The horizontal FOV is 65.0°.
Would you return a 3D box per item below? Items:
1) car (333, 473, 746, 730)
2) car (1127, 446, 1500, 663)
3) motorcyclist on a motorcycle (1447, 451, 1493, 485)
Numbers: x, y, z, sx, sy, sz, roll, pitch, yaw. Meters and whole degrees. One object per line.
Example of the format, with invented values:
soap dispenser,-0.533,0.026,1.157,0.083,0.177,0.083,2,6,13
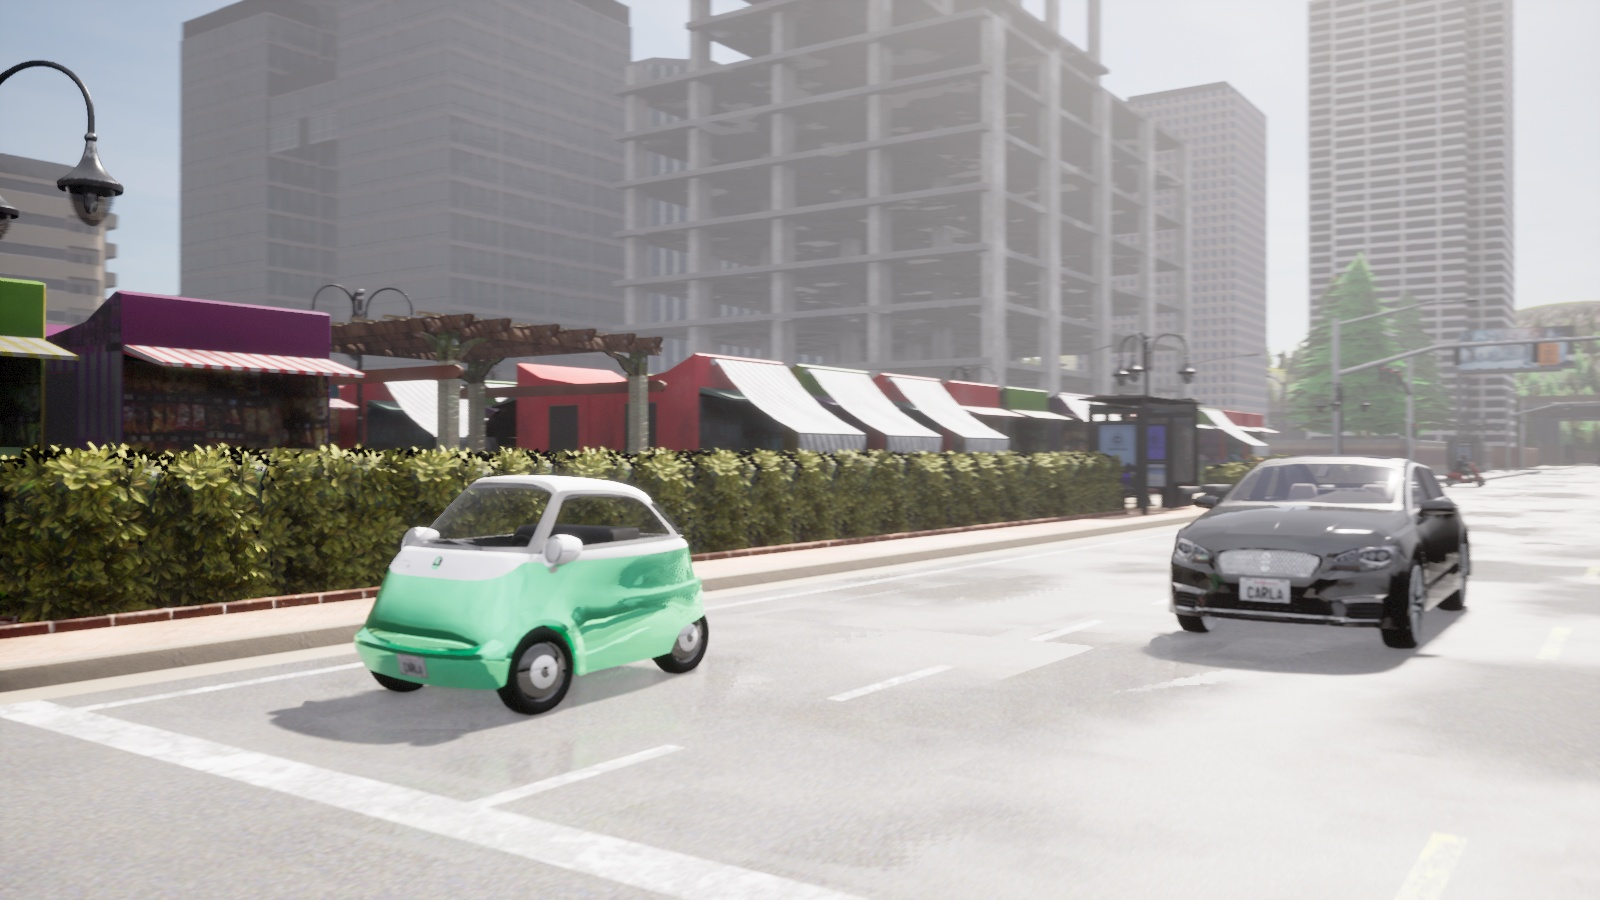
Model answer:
car,-1.620,0.849,8.175,1.481,1.376,2.207,0,-1,36
car,4.864,0.740,11.379,2.128,1.511,4.902,0,0,34
motorcyclist on a motorcycle,31.809,0.851,59.618,1.817,1.590,0.866,0,0,34
